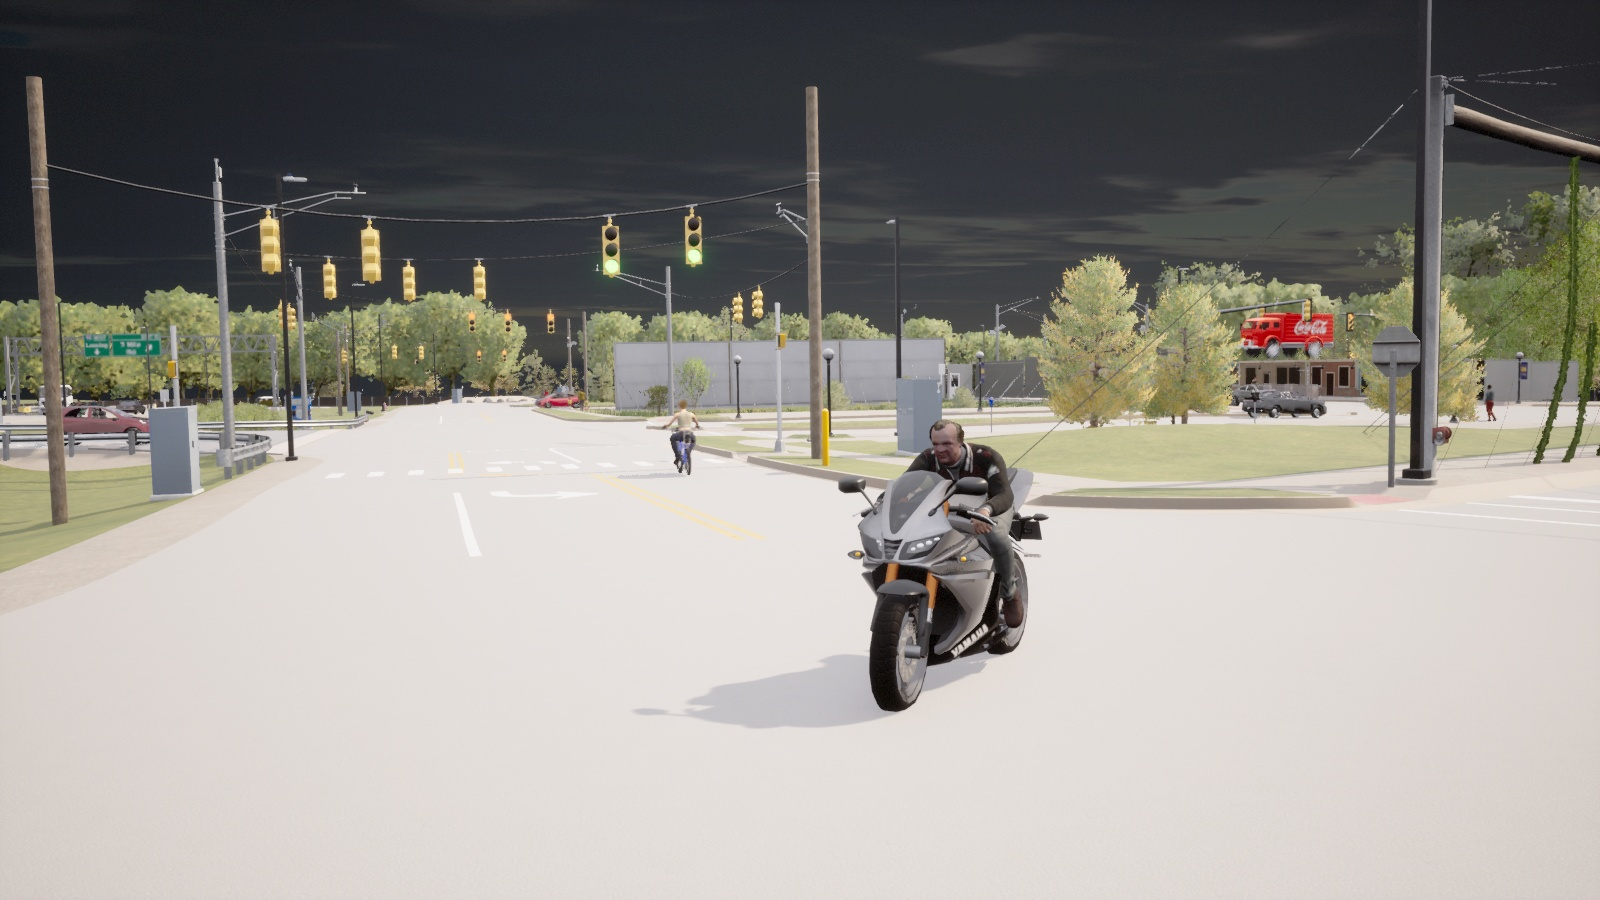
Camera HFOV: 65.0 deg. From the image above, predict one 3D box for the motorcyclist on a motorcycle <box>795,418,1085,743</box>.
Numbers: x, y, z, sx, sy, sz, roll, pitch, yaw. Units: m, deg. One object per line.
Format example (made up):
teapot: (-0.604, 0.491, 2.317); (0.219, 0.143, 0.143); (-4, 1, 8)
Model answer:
motorcyclist on a motorcycle: (0.893, 0.607, 7.232); (0.866, 1.530, 2.191); (0, 3, 29)

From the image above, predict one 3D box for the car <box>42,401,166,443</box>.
car: (-26.087, -1.086, 47.179); (3.633, 1.501, 1.845); (-1, 3, -11)

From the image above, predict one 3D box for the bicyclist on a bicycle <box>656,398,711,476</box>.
bicyclist on a bicycle: (-2.525, -0.293, 27.077); (0.866, 1.612, 1.509); (-2, 2, -16)

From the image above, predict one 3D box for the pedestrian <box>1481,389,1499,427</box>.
pedestrian: (33.907, -2.072, 61.701); (0.353, 1.847, 0.614); (-3, 5, -26)

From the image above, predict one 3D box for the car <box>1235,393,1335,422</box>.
car: (26.530, -2.331, 68.685); (4.902, 1.511, 2.128); (-1, 3, -20)

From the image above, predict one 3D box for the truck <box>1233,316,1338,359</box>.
truck: (28.988, -6.727, 75.115); (5.204, 2.467, 2.627); (-1, 6, -15)

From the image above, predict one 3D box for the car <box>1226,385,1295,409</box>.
car: (33.308, -3.852, 91.037); (2.152, 1.651, 5.027); (-2, 4, -15)
